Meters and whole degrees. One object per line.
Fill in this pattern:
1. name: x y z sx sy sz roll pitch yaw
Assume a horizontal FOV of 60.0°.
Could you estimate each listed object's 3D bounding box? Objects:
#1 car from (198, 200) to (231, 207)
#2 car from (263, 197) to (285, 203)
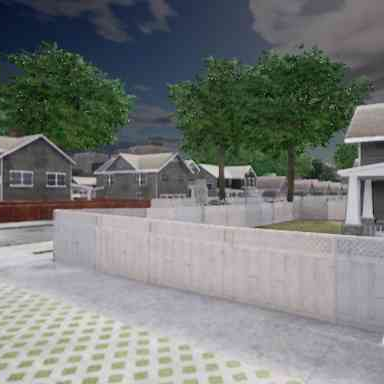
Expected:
1. car: 2.416 1.595 35.037 2.128 1.511 4.902 0 0 35
2. car: 11.890 1.406 48.240 1.882 1.535 5.008 0 0 35
